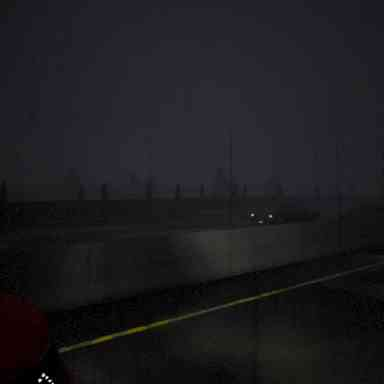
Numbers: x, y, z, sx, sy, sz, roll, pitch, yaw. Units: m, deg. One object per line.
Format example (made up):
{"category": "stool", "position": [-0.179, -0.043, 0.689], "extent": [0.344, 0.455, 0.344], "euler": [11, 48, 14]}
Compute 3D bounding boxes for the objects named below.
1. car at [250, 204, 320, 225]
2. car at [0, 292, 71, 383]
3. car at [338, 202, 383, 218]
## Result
{"category": "car", "position": [5.896, 1.472, 21.054], "extent": [4.718, 1.301, 1.895], "euler": [-1, 0, -35]}
{"category": "car", "position": [-3.402, 1.237, 1.320], "extent": [5.566, 2.045, 2.150], "euler": [0, 0, -35]}
{"category": "car", "position": [10.605, 1.411, 20.042], "extent": [4.181, 1.385, 1.994], "euler": [-1, 0, -34]}
